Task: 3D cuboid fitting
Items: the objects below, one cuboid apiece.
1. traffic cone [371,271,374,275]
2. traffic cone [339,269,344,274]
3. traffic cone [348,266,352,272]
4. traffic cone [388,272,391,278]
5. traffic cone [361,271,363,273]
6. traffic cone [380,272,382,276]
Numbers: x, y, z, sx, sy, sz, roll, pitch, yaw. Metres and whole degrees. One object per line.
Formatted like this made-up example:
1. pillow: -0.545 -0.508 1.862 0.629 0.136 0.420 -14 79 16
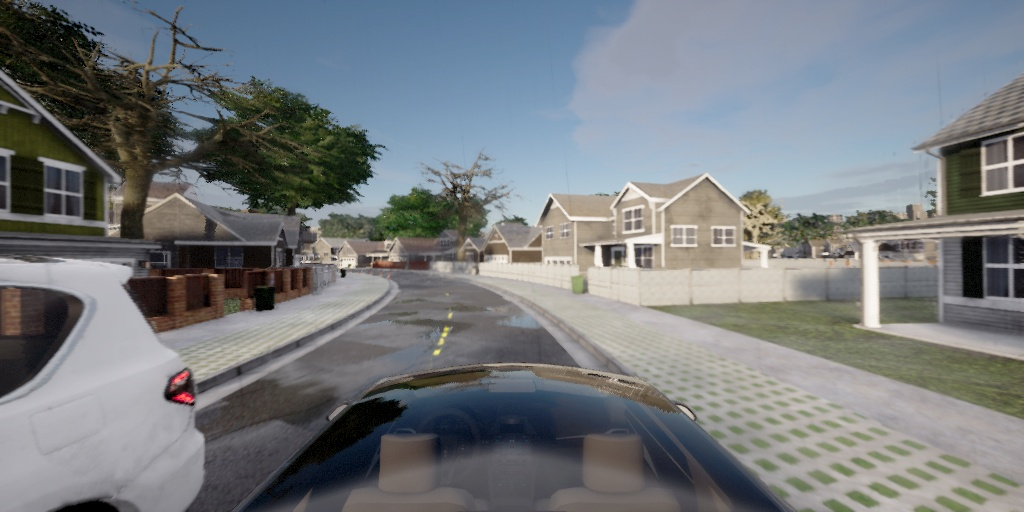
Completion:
1. traffic cone: -17.888 2.087 45.806 0.340 0.580 0.340 0 0 -35
2. traffic cone: -27.268 2.215 56.888 0.340 0.580 0.340 0 0 44
3. traffic cone: -23.915 2.171 53.390 0.340 0.580 0.340 0 0 -42
4. traffic cone: -12.845 2.008 37.535 0.340 0.580 0.340 0 0 -28
5. traffic cone: -20.784 2.128 49.691 0.340 0.580 0.340 0 0 -38
6. traffic cone: -15.239 2.047 41.748 0.340 0.580 0.340 0 0 -31
